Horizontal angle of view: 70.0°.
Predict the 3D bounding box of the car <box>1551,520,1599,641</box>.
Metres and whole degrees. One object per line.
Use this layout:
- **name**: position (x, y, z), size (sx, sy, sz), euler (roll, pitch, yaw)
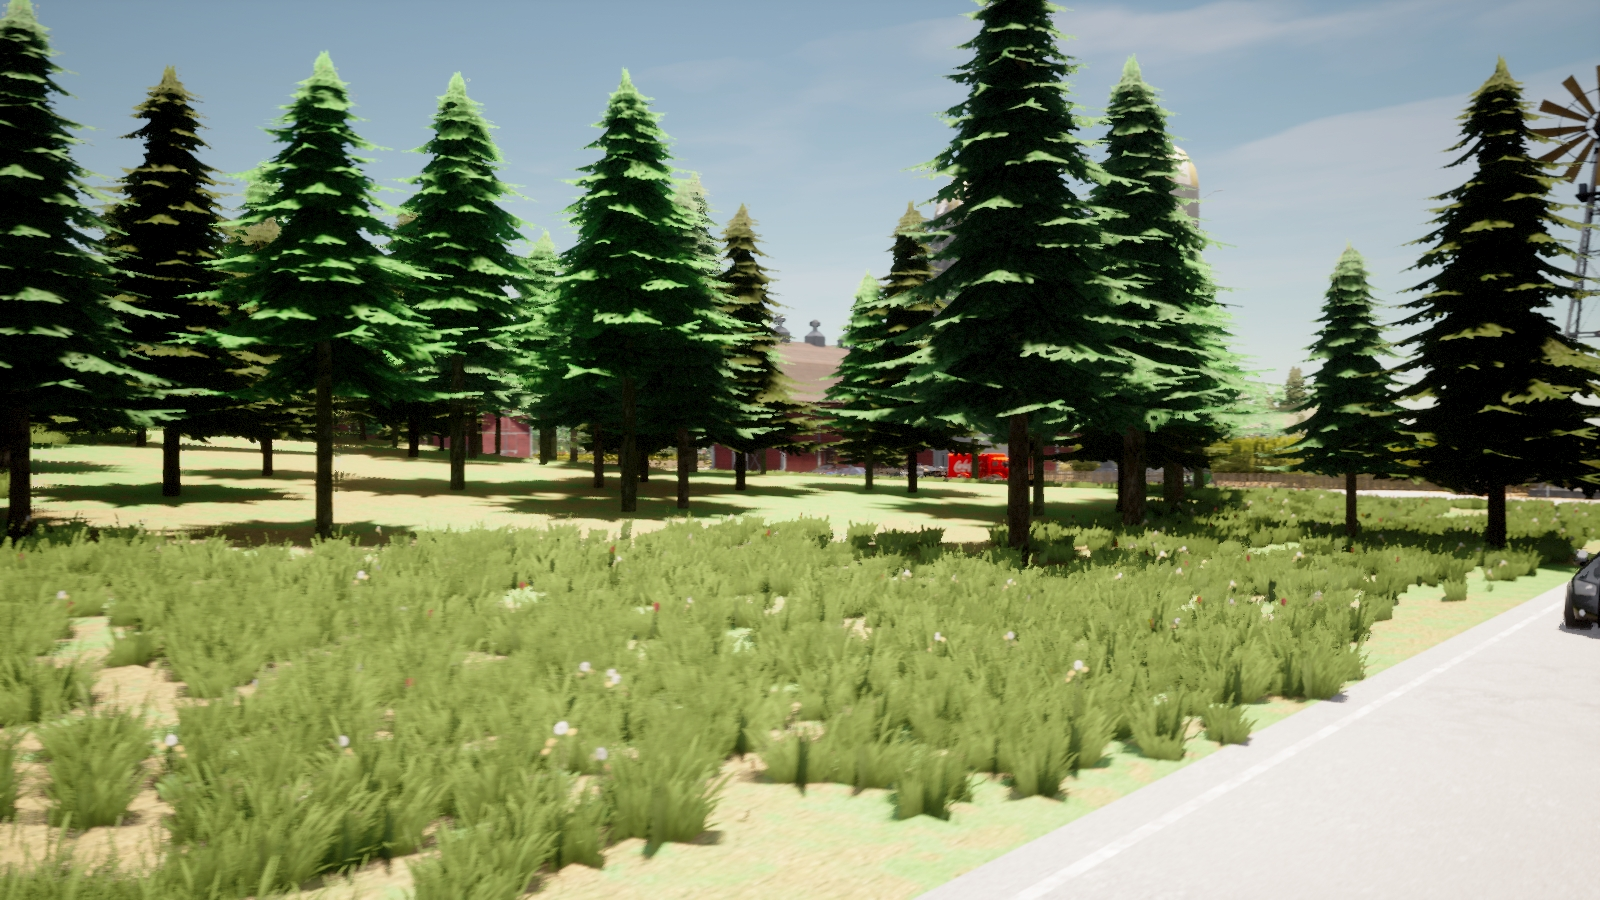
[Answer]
- **car**: position (13.787, 2.041, 18.427), size (2.038, 1.542, 4.974), euler (0, 0, 42)
